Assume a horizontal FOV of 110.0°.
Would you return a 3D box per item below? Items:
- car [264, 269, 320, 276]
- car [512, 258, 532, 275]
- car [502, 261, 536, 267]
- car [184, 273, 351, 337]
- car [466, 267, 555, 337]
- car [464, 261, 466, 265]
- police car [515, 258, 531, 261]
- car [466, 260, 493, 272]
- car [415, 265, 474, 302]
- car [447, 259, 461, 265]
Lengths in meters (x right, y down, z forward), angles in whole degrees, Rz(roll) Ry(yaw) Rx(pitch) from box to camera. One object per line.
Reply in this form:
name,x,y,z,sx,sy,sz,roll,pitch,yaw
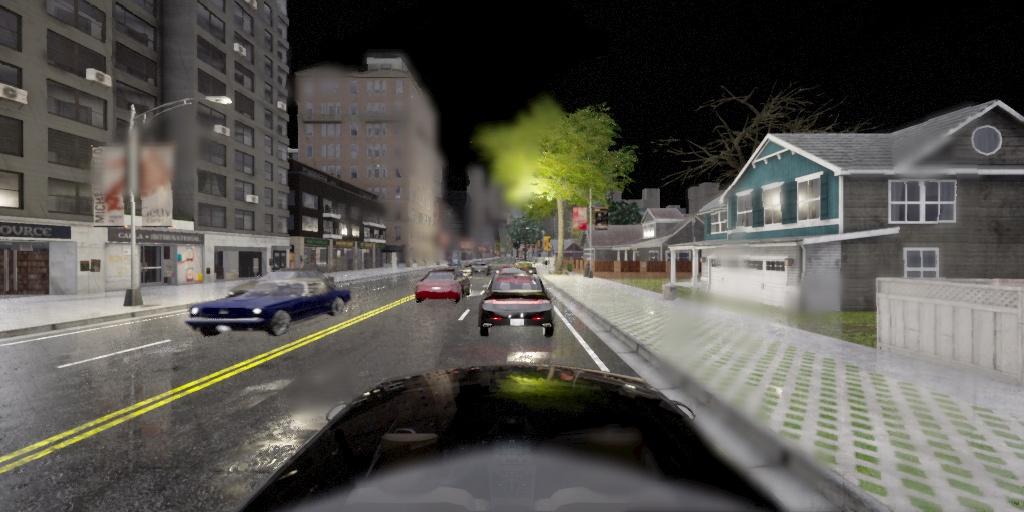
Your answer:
car,-9.835,1.292,15.947,2.033,1.411,5.357,0,0,0
car,1.011,1.069,39.405,2.097,1.767,4.553,0,0,0
car,0.118,1.219,19.816,1.882,1.535,5.008,0,0,0
car,-6.590,1.349,10.407,1.895,1.301,4.718,0,0,0
car,0.111,1.239,10.312,2.128,1.511,4.902,0,0,0
car,-6.533,1.257,57.614,1.994,1.385,4.181,0,0,0
police car,1.002,1.156,29.545,1.930,1.638,5.238,0,0,0
car,-3.118,1.212,37.019,2.128,1.511,4.902,0,0,0
car,-3.134,1.307,16.873,1.994,1.385,4.181,0,0,0
car,-9.761,1.215,61.179,1.812,1.442,4.674,0,0,0
